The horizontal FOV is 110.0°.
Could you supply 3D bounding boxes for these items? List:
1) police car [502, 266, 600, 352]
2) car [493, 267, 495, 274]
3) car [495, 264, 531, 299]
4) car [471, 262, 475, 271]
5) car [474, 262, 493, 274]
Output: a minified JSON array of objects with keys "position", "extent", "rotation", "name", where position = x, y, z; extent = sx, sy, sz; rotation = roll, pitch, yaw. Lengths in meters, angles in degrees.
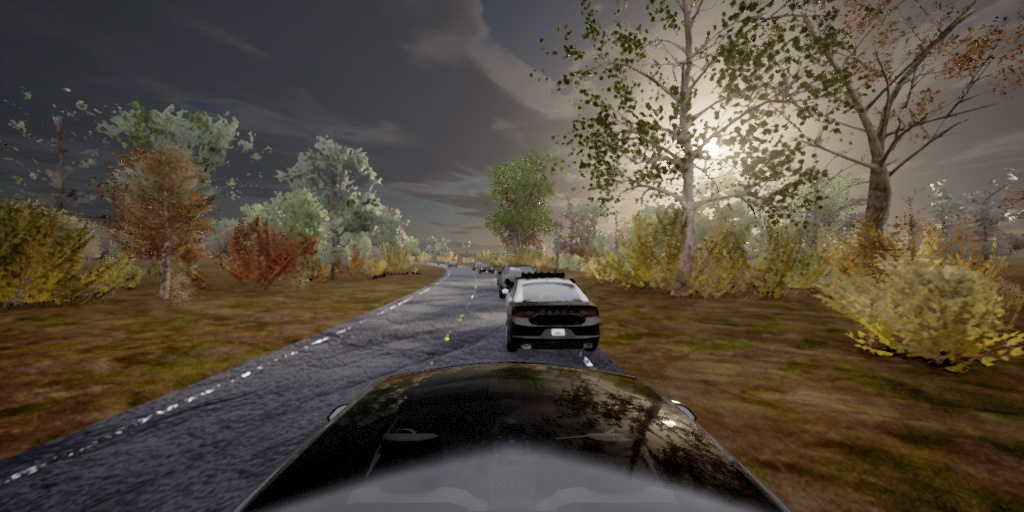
[{"position":[0.779,1.224,9.222],"extent":[1.930,1.638,5.238],"rotation":[0,0,-2],"name":"police car"},{"position":[-0.116,1.407,25.211],"extent":[1.837,1.490,4.892],"rotation":[0,0,-5],"name":"car"},{"position":[0.321,1.214,19.151],"extent":[2.097,1.767,4.553],"rotation":[0,0,-4],"name":"car"},{"position":[-5.502,1.662,58.363],"extent":[2.033,1.411,5.357],"rotation":[0,0,-11],"name":"car"},{"position":[-3.426,1.637,46.135],"extent":[1.895,1.301,4.718],"rotation":[0,0,-9],"name":"car"}]
